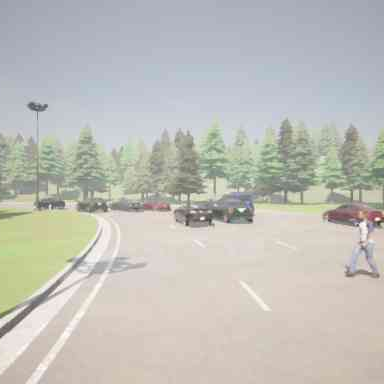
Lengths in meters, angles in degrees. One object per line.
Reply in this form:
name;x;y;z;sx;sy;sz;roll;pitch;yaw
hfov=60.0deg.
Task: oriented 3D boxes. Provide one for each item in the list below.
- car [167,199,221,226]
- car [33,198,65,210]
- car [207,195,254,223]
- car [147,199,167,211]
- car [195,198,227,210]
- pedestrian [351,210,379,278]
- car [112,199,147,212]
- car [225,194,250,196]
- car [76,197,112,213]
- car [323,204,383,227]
car;-0.029;1.488;23.474;2.128;1.511;4.902;0;0;-16
car;-18.846;1.505;43.895;4.892;1.490;1.837;0;0;30
car;2.880;1.356;25.880;2.097;1.767;4.553;0;0;-18
car;-4.352;1.564;39.953;1.994;1.385;4.181;0;0;-38
car;2.372;1.564;43.050;1.994;1.385;4.181;0;0;-35
pedestrian;4.473;1.294;8.622;0.375;1.860;0.375;0;0;-6
car;-7.975;1.547;39.166;2.033;1.411;5.357;0;0;-42
car;4.023;1.223;33.330;2.150;2.045;5.566;0;0;-22
car;-11.332;1.352;37.471;2.097;1.767;4.553;0;0;-41
car;10.999;1.526;22.875;1.812;1.442;4.674;0;0;-13
